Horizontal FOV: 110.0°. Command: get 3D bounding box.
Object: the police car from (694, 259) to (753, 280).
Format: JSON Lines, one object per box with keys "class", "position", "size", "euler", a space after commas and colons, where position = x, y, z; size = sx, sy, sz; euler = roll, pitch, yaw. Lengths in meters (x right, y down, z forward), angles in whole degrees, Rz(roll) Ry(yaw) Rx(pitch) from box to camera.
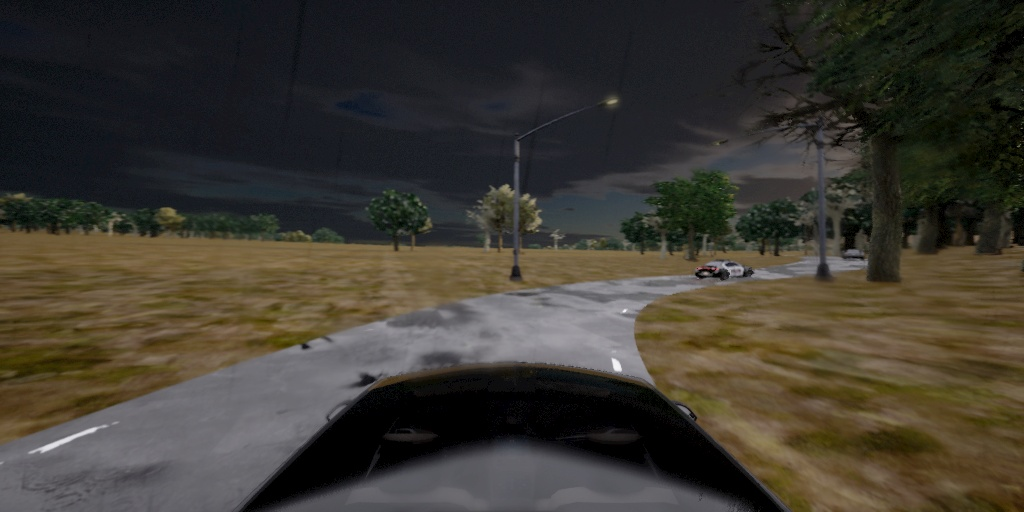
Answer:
{"class": "police car", "position": [16.356, 1.045, 27.505], "size": [4.974, 1.542, 2.038], "euler": [-2, 1, -29]}
